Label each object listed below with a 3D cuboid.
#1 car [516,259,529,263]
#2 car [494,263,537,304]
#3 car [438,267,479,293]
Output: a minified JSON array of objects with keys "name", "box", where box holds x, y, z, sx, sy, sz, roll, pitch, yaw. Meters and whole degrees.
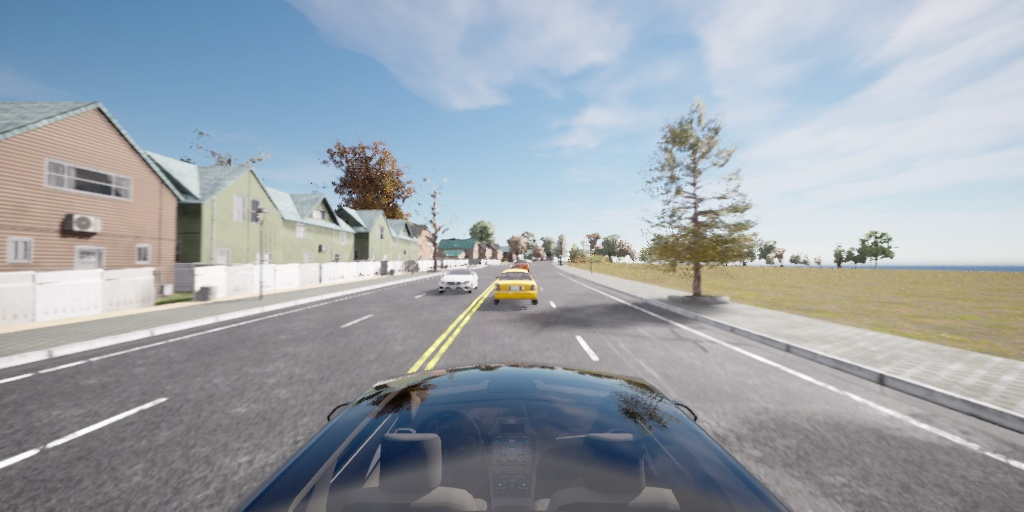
[{"name":"car","box":[1.324,1.297,48.594,2.097,1.767,4.553,0,0,3]},{"name":"car","box":[0.179,1.260,16.647,1.801,1.575,5.366,0,0,1]},{"name":"car","box":[-3.046,1.374,21.261,1.812,1.442,4.674,0,0,1]}]
